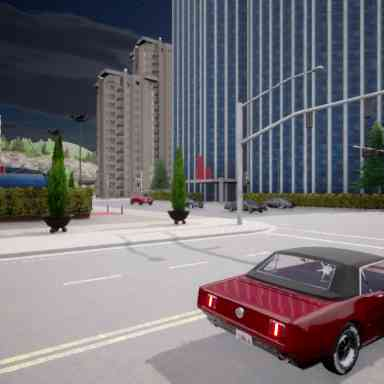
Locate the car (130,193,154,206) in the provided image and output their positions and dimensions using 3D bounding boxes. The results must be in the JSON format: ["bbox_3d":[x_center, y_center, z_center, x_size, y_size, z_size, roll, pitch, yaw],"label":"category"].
[{"bbox_3d":[-8.655,1.223,56.675,2.150,2.045,5.566,0,0,-36],"label":"car"}]

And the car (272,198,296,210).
[{"bbox_3d":[10.771,1.491,42.053,2.128,1.511,4.902,0,0,-36],"label":"car"}]

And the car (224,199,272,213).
[{"bbox_3d":[5.809,1.547,36.699,2.033,1.411,5.357,0,0,-36],"label":"car"}]

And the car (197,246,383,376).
[{"bbox_3d":[2.493,1.601,5.586,4.718,1.301,1.895,0,0,-35],"label":"car"}]

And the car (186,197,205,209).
[{"bbox_3d":[-0.295,1.505,45.106,1.837,1.490,4.892,0,0,-36],"label":"car"}]
